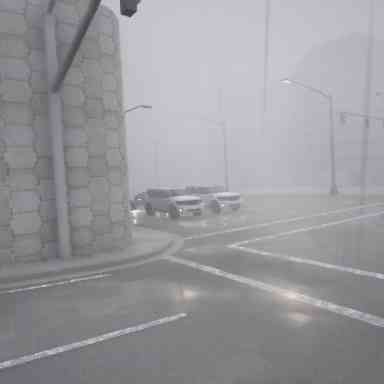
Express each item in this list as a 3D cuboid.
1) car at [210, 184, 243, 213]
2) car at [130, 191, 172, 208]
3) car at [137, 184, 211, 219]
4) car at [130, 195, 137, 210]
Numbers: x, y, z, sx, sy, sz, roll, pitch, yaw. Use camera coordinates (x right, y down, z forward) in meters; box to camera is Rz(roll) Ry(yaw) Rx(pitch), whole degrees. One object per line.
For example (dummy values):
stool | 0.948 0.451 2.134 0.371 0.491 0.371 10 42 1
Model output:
car | 1.394 0.427 25.649 2.150 2.045 5.566 -5 3 -35
car | -4.223 0.694 33.624 2.128 1.511 4.902 -5 3 -35
car | -1.452 0.662 23.624 2.150 2.045 5.566 -5 3 -35
car | -6.873 1.002 31.325 1.994 1.385 4.181 -5 3 -35
